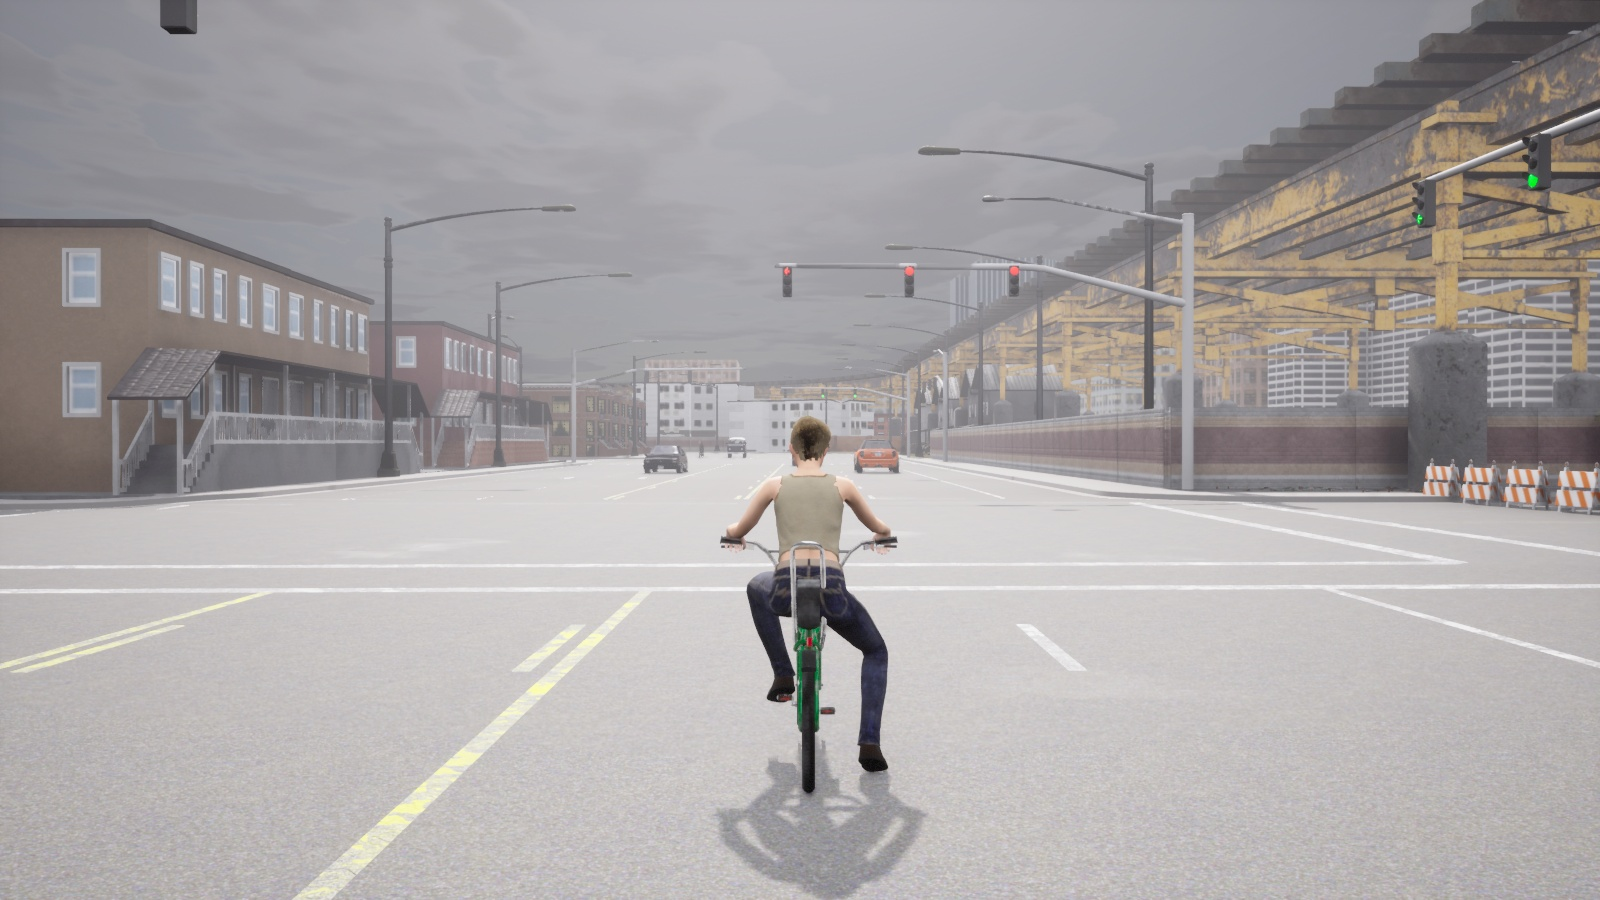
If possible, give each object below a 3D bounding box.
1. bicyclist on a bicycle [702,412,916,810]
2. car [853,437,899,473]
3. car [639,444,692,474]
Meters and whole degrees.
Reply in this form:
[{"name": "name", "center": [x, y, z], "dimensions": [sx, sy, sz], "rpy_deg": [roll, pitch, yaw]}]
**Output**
[{"name": "bicyclist on a bicycle", "center": [0.041, 0.650, 5.845], "dimensions": [0.866, 1.612, 1.509], "rpy_deg": [0, 0, 0]}, {"name": "car", "center": [3.855, 0.246, 64.093], "dimensions": [2.097, 1.767, 4.553], "rpy_deg": [0, 0, 0]}, {"name": "car", "center": [-6.653, 0.435, 62.624], "dimensions": [2.033, 1.411, 5.357], "rpy_deg": [0, 0, 0]}]
